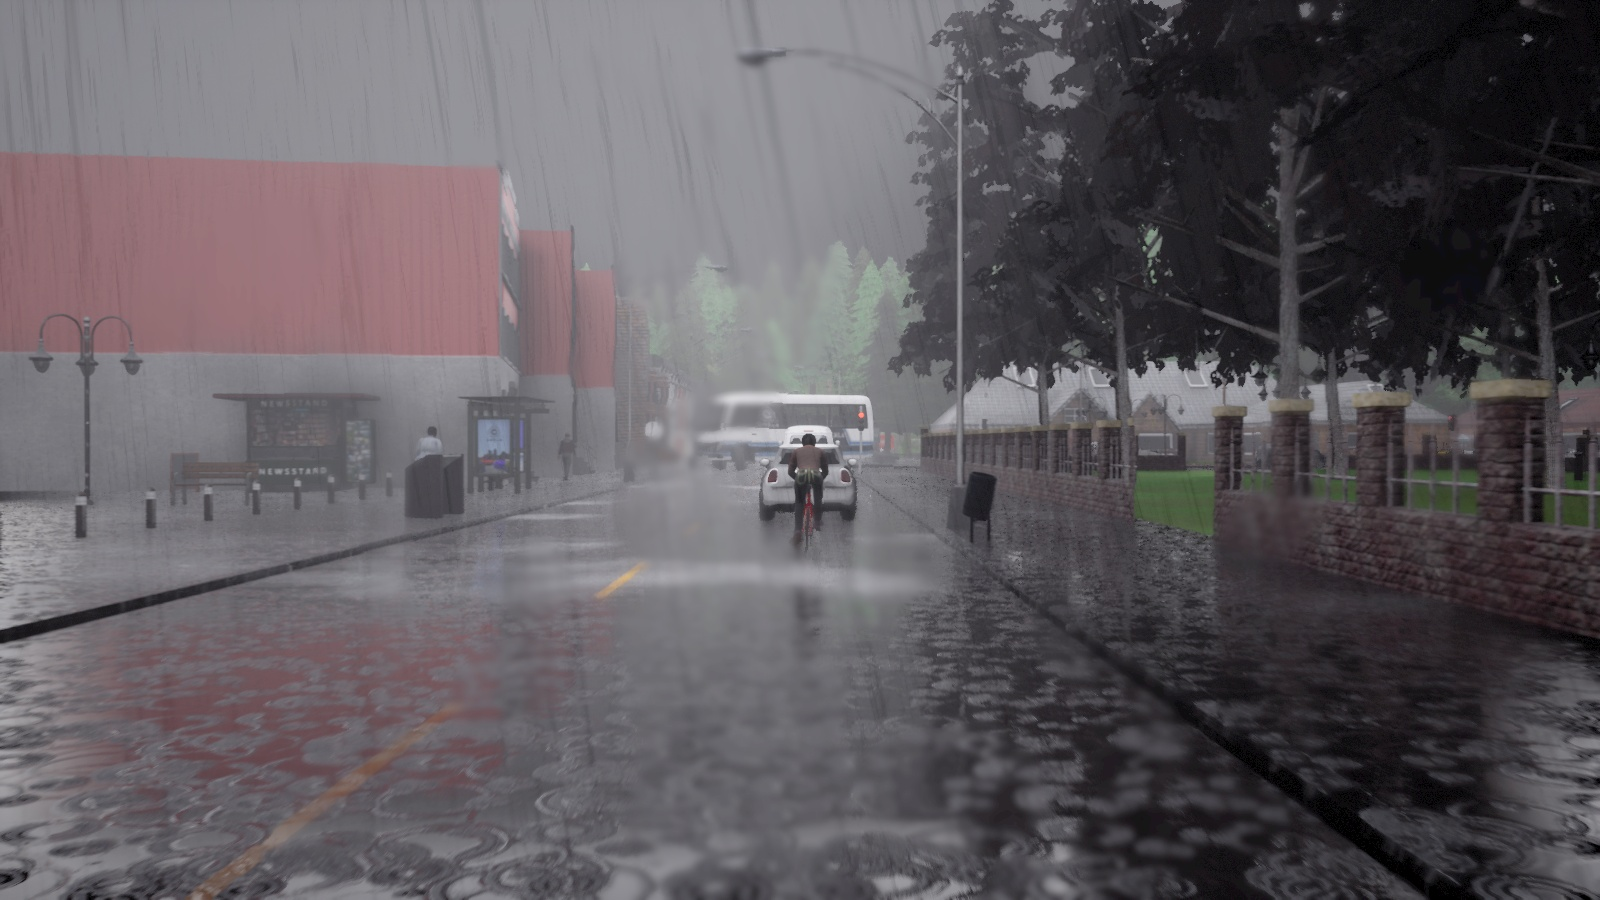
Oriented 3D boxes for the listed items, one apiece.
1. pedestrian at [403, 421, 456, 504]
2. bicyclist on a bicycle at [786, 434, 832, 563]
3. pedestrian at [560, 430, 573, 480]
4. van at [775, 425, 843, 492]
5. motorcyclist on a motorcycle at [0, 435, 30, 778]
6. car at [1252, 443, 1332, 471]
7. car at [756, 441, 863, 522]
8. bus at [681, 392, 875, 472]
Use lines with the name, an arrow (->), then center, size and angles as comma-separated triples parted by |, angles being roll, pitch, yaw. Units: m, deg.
pedestrian -> -8.487, 0.280, 28.807 | 0.874, 1.855, 0.900 | 0, 0, 6
bicyclist on a bicycle -> 0.118, 0.606, 16.585 | 0.582, 1.620, 1.656 | 0, 0, 0
pedestrian -> -8.647, 0.187, 46.504 | 0.376, 1.854, 0.720 | 0, 0, -1
van -> 0.285, 0.242, 40.501 | 2.069, 2.038, 4.480 | 0, 0, 1
motorcyclist on a motorcycle -> -3.958, 0.698, 4.774 | 0.797, 1.523, 2.044 | 0, 0, 0
car -> 27.023, 0.393, 69.035 | 3.633, 1.501, 1.845 | 0, 0, -1
car -> 0.177, 0.571, 25.046 | 1.970, 1.475, 3.806 | 0, 0, 0
bus -> -1.203, -1.021, 70.949 | 10.273, 4.253, 3.944 | -1, 0, -29
